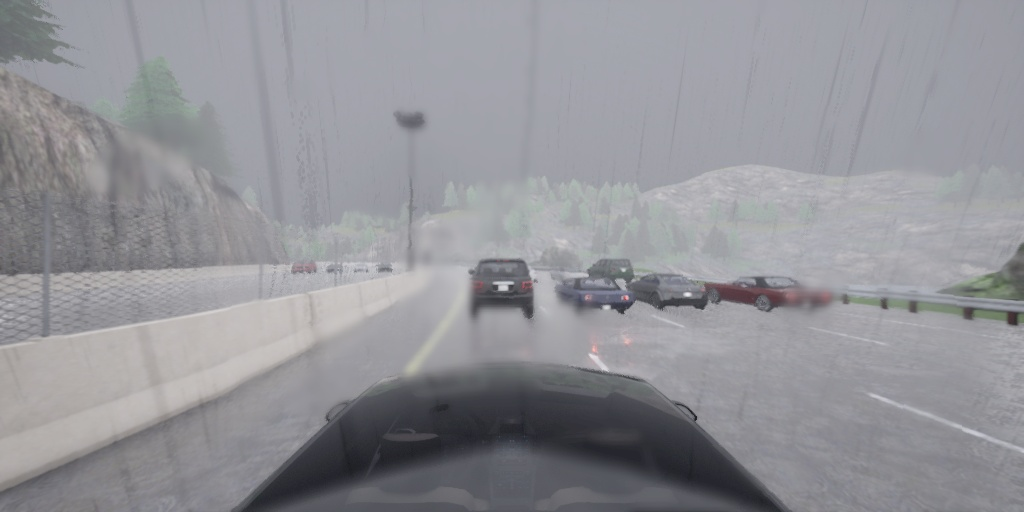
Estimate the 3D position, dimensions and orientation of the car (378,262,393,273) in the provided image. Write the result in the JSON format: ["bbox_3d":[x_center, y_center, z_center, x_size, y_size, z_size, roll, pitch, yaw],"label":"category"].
[{"bbox_3d":[-18.972,1.636,53.967,2.097,1.767,4.553,0,-1,-18],"label":"car"}]

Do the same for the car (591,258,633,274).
[{"bbox_3d":[8.240,1.221,30.350,2.150,2.045,5.566,0,0,-9],"label":"car"}]

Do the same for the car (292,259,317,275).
[{"bbox_3d":[-28.600,1.488,49.657,2.150,2.045,5.566,0,-1,-17],"label":"car"}]

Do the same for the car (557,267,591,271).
[{"bbox_3d":[4.704,1.606,30.313,1.895,1.301,4.718,0,-1,-9],"label":"car"}]

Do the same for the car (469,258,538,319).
[{"bbox_3d":[-0.444,1.085,13.625,2.150,2.045,5.566,0,0,-4],"label":"car"}]

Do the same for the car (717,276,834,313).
[{"bbox_3d":[10.010,1.447,14.580,1.895,1.301,4.718,0,-1,-4],"label":"car"}]

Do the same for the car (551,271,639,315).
[{"bbox_3d":[3.020,1.460,14.222,1.895,1.301,4.718,0,-1,-4],"label":"car"}]

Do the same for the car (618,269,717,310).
[{"bbox_3d":[6.434,1.427,15.431,1.994,1.385,4.181,0,0,-4],"label":"car"}]

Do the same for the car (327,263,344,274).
[{"bbox_3d":[-25.948,1.794,52.834,1.837,1.490,4.892,0,0,-18],"label":"car"}]

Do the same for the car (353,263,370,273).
[{"bbox_3d":[-22.681,1.819,54.130,1.812,1.442,4.674,0,-1,-18],"label":"car"}]

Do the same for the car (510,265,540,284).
[{"bbox_3d":[1.032,1.547,31.113,1.812,1.442,4.674,0,0,-9],"label":"car"}]
